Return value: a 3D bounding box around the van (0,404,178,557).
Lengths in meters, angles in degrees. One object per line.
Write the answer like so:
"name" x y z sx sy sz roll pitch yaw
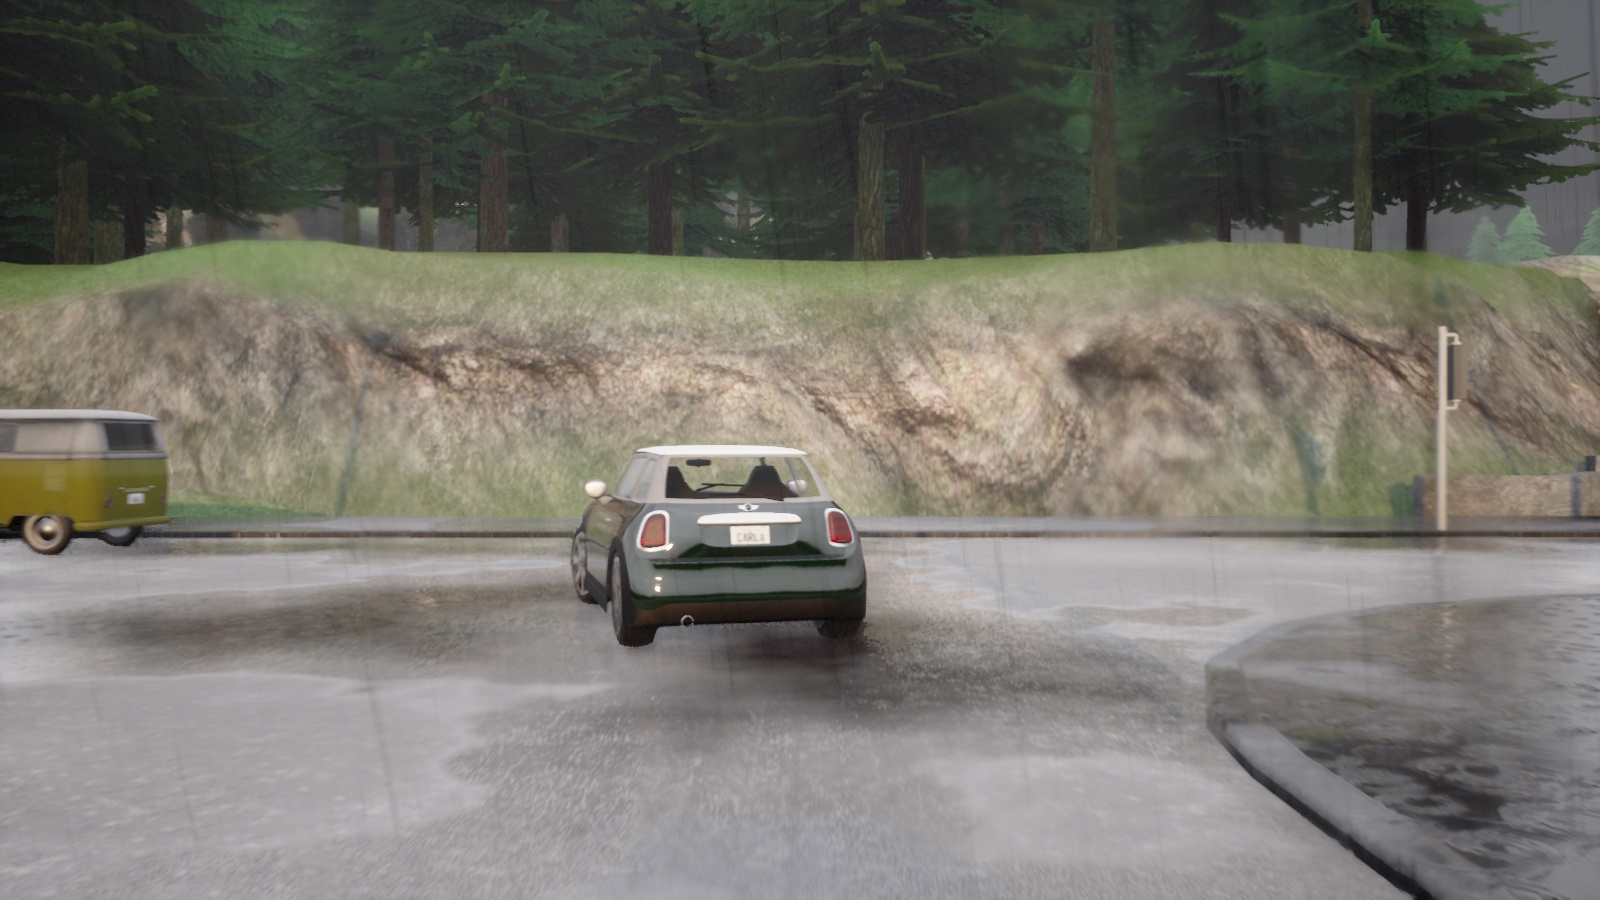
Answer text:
"van" -11.298 0.391 17.533 4.442 1.987 1.775 0 0 7

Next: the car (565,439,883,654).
"car" -0.847 0.651 10.713 1.970 1.475 3.806 0 0 -15
